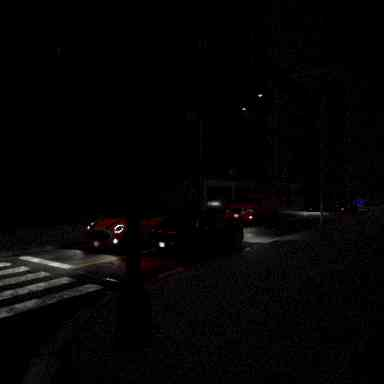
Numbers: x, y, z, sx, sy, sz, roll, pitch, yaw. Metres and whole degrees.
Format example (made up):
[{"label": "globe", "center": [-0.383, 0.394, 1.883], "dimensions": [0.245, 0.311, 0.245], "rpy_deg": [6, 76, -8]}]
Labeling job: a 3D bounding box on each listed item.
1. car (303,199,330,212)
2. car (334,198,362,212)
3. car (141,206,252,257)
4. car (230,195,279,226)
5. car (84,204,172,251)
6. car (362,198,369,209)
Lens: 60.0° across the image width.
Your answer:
[{"label": "car", "center": [14.525, 1.536, 38.588], "dimensions": [2.033, 1.411, 5.357], "rpy_deg": [0, 0, 35]}, {"label": "car", "center": [17.831, 1.603, 38.350], "dimensions": [1.895, 1.301, 4.718], "rpy_deg": [0, 0, 35]}, {"label": "car", "center": [0.370, 1.509, 13.133], "dimensions": [1.837, 1.490, 4.892], "rpy_deg": [0, 0, 35]}, {"label": "car", "center": [4.484, 1.214, 24.106], "dimensions": [2.150, 2.045, 5.566], "rpy_deg": [0, 0, 35]}, {"label": "car", "center": [-2.309, 1.344, 14.217], "dimensions": [2.097, 1.767, 4.553], "rpy_deg": [0, 0, 34]}, {"label": "car", "center": [23.574, 1.535, 46.751], "dimensions": [1.812, 1.442, 4.674], "rpy_deg": [0, 0, 35]}]
